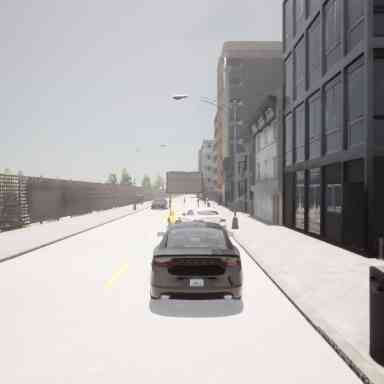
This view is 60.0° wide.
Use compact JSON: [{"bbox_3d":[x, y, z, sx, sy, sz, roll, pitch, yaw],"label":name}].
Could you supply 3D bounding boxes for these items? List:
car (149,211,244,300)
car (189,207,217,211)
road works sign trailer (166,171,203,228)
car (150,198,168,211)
[{"bbox_3d":[0.087,1.477,8.447,1.882,1.535,5.008,0,0,0],"label":"car"},{"bbox_3d":[0.527,1.538,17.794,1.812,1.442,4.674,0,-1,-11],"label":"car"},{"bbox_3d":[-0.511,0.464,21.271,2.380,3.560,2.880,0,0,-16],"label":"road works sign trailer"},{"bbox_3d":[-4.059,1.504,41.691,1.837,1.490,4.892,0,0,0],"label":"car"}]
